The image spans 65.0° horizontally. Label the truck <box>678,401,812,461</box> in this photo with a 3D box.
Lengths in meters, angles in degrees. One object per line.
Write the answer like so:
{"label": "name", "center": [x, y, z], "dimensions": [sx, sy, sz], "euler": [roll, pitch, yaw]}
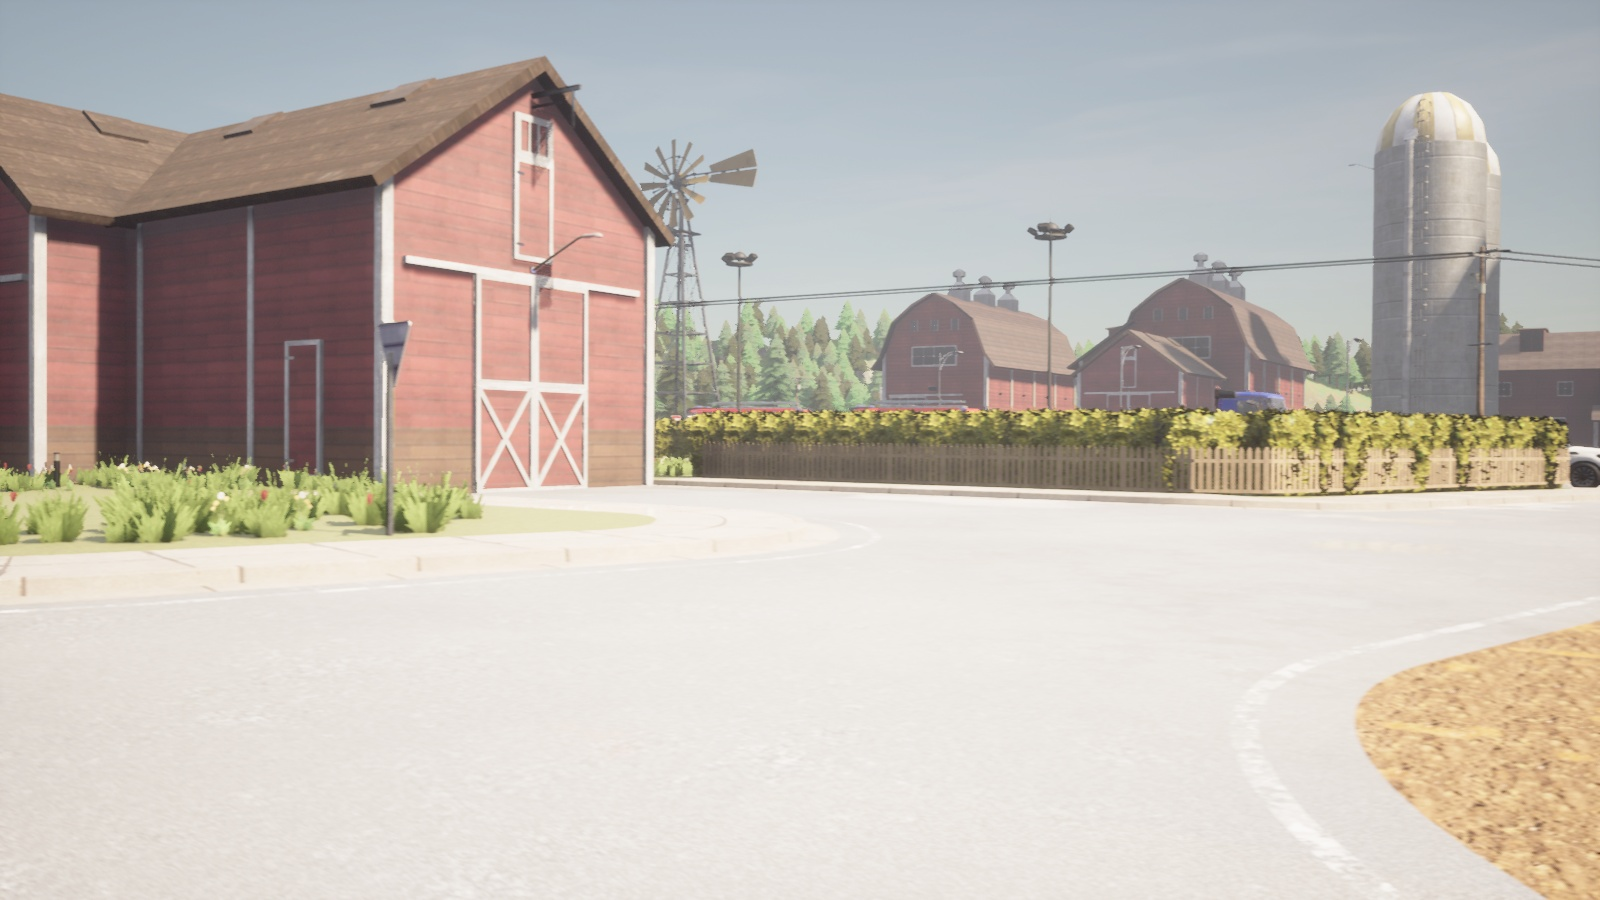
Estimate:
{"label": "truck", "center": [-3.698, -1.238, 84.347], "dimensions": [8.468, 3.827, 2.891], "euler": [0, 1, 21]}

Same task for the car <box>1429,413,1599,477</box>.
{"label": "car", "center": [24.403, -0.181, 42.237], "dimensions": [5.566, 2.045, 2.150], "euler": [0, 1, 35]}

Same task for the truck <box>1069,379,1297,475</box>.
{"label": "truck", "center": [14.737, -0.848, 48.634], "dimensions": [7.936, 3.462, 2.891], "euler": [0, 1, 33]}

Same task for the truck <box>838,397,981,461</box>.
{"label": "truck", "center": [6.806, -1.290, 78.674], "dimensions": [8.468, 3.827, 2.891], "euler": [0, 1, 33]}
